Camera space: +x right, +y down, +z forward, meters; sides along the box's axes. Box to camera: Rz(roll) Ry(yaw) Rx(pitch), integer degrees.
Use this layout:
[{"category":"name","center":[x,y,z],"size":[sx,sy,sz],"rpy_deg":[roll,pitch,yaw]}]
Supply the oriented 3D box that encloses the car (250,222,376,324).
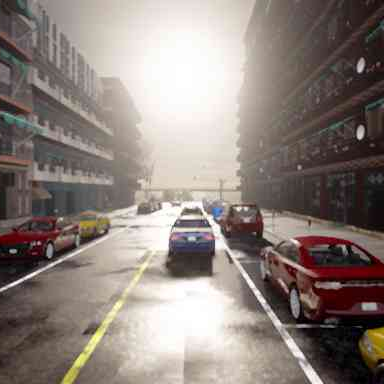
[{"category":"car","center":[2.674,1.613,7.250],"size":[1.887,1.381,4.507],"rpy_deg":[-1,-1,0]}]

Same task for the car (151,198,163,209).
[{"category":"car","center":[-5.729,1.967,46.851],"size":[2.008,1.369,4.403],"rpy_deg":[-1,0,0]}]

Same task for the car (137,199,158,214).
[{"category":"car","center":[-5.726,1.914,41.185],"size":[1.887,1.381,4.507],"rpy_deg":[-1,0,0]}]

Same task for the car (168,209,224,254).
[{"category":"car","center":[-0.008,1.677,13.985],"size":[2.033,1.411,5.357],"rpy_deg":[0,0,0]}]

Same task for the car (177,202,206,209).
[{"category":"car","center":[-0.014,1.831,29.294],"size":[1.994,1.385,4.181],"rpy_deg":[0,0,0]}]

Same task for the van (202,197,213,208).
[{"category":"van","center":[2.641,1.849,58.234],"size":[1.690,1.788,3.998],"rpy_deg":[-1,0,0]}]

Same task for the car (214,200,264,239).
[{"category":"car","center":[2.664,1.487,18.582],"size":[2.192,1.841,5.009],"rpy_deg":[-1,-1,0]}]

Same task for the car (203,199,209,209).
[{"category":"car","center":[2.654,1.920,41.239],"size":[2.008,1.369,4.403],"rpy_deg":[-1,0,0]}]

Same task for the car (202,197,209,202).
[{"category":"car","center":[2.649,1.857,46.906],"size":[1.967,1.590,4.097],"rpy_deg":[-1,0,0]}]

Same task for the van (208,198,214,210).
[{"category":"van","center":[2.658,1.613,29.911],"size":[1.690,1.788,3.998],"rpy_deg":[-1,0,0]}]

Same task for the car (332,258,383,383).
[{"category":"car","center":[2.677,1.543,1.756],"size":[1.752,1.417,4.829],"rpy_deg":[-1,-1,0]}]

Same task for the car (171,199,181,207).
[{"category":"car","center":[-3.059,2.106,64.214],"size":[2.033,1.411,5.357],"rpy_deg":[0,0,1]}]

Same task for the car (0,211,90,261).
[{"category":"car","center":[-5.709,1.664,12.858],"size":[1.887,1.381,4.507],"rpy_deg":[-1,-1,0]}]

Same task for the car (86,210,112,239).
[{"category":"car","center":[-5.713,1.695,18.354],"size":[1.752,1.417,4.829],"rpy_deg":[-1,-1,0]}]
